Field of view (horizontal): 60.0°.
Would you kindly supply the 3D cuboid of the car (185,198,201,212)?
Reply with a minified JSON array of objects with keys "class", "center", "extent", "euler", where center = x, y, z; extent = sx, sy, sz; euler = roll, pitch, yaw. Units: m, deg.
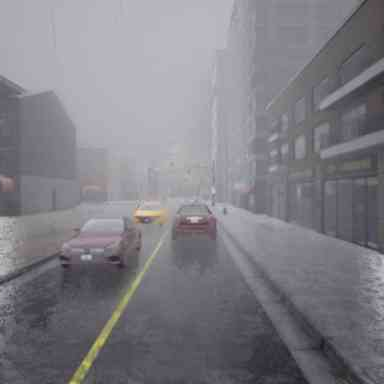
[{"class":"car","center":[0.122,1.482,38.938],"extent":[1.812,1.442,4.674],"euler":[0,0,0]}]

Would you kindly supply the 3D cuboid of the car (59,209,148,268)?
[{"class":"car","center":[-2.832,1.507,11.294],"extent":[1.812,1.442,4.674],"euler":[0,0,0]}]

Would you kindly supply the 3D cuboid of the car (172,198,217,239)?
[{"class":"car","center":[0.109,1.325,17.235],"extent":[2.097,1.767,4.553],"euler":[0,0,0]}]

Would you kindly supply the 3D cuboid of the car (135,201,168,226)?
[{"class":"car","center":[-2.769,1.444,23.030],"extent":[1.882,1.535,5.008],"euler":[0,1,1]}]
